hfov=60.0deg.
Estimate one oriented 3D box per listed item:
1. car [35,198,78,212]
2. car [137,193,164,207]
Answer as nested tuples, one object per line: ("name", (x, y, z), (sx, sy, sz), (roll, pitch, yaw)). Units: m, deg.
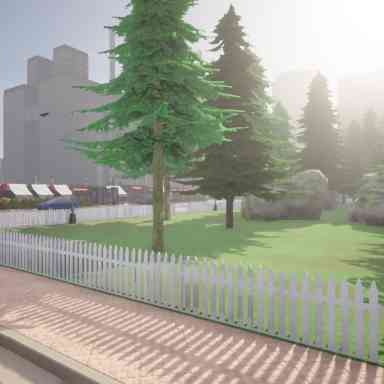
("car", (-15.720, 1.478, 38.877), (1.882, 1.535, 5.008), (0, 0, 34))
("car", (-6.289, 1.223, 52.795), (2.150, 2.045, 5.566), (0, 0, 34))
